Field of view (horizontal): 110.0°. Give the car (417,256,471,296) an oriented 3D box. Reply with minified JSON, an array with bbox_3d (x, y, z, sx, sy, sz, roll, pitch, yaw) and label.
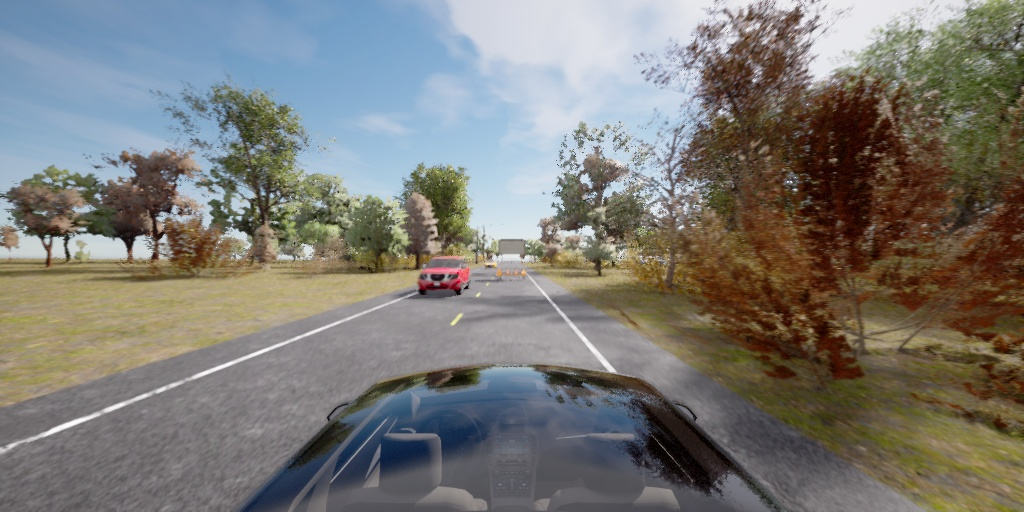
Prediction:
[{"bbox_3d":[-3.605,1.010,20.003,2.150,2.045,5.566,0,0,0],"label":"car"}]

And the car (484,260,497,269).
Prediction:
[{"bbox_3d":[-3.554,1.393,60.543,1.882,1.535,5.008,0,0,1],"label":"car"}]

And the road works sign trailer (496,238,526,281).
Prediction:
[{"bbox_3d":[-0.007,0.281,30.952,2.380,3.560,2.880,0,0,0],"label":"road works sign trailer"}]
